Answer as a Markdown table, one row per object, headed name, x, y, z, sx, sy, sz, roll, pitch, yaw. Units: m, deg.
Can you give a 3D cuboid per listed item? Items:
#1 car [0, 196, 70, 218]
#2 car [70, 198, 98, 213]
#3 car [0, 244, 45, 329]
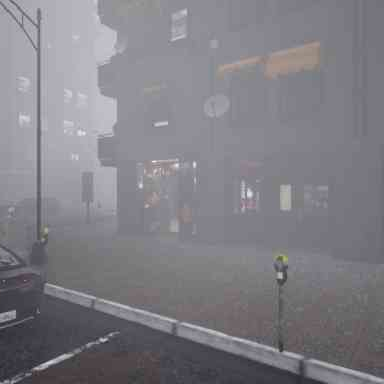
| name | x | y | z | sx | sy | sz | roll | pitch | yaw |
| --- | --- | --- | --- | --- | --- | --- | --- | --- | --- |
| car | -11.847 | 1.151 | 24.578 | 2.097 | 1.767 | 4.553 | 0 | 1 | 34 |
| car | -10.908 | 1.250 | 30.466 | 1.752 | 1.417 | 4.829 | 1 | 1 | 35 |
| car | -4.430 | 1.551 | 6.032 | 4.403 | 1.369 | 2.008 | 0 | 0 | 35 |
